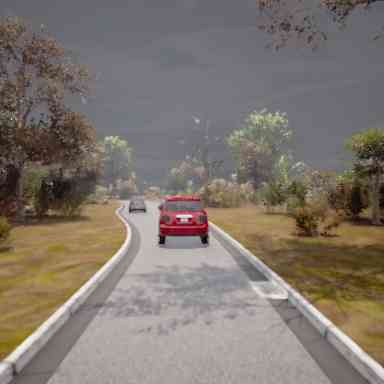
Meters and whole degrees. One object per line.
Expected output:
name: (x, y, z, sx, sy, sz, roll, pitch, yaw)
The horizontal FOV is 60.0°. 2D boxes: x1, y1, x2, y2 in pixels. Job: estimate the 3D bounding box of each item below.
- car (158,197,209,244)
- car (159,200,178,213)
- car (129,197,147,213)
car: (-0.472, 1.232, 16.166, 2.150, 2.045, 5.566, 0, 0, -3)
car: (-2.855, 1.626, 39.219, 1.895, 1.301, 4.718, 0, 0, -8)
car: (-6.088, 1.589, 37.391, 1.994, 1.385, 4.181, 0, 0, -10)
